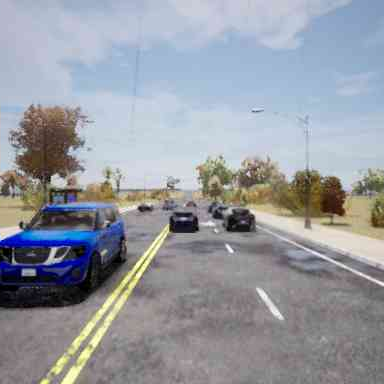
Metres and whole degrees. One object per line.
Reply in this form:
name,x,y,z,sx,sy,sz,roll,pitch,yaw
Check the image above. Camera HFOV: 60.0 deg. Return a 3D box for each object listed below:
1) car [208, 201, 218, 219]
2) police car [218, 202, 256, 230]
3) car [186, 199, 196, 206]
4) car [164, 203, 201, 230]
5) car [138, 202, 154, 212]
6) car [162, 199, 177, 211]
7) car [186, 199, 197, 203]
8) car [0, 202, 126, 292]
car,3.153,1.913,34.282,2.163,1.488,4.792,0,-1,0
police car,3.192,1.708,23.363,1.930,1.638,5.238,0,-1,0
car,-0.246,2.400,75.742,2.033,1.411,5.357,0,-1,0
car,-0.466,1.789,23.533,2.163,1.488,4.792,0,-1,2
car,-6.745,2.172,48.642,1.895,1.301,4.718,0,-1,0
car,-3.500,1.965,52.484,2.097,1.767,4.553,0,-1,0
car,-0.134,2.225,60.429,1.812,1.442,4.674,0,-1,0
car,-3.365,1.341,9.604,2.150,2.045,5.566,0,-1,0
